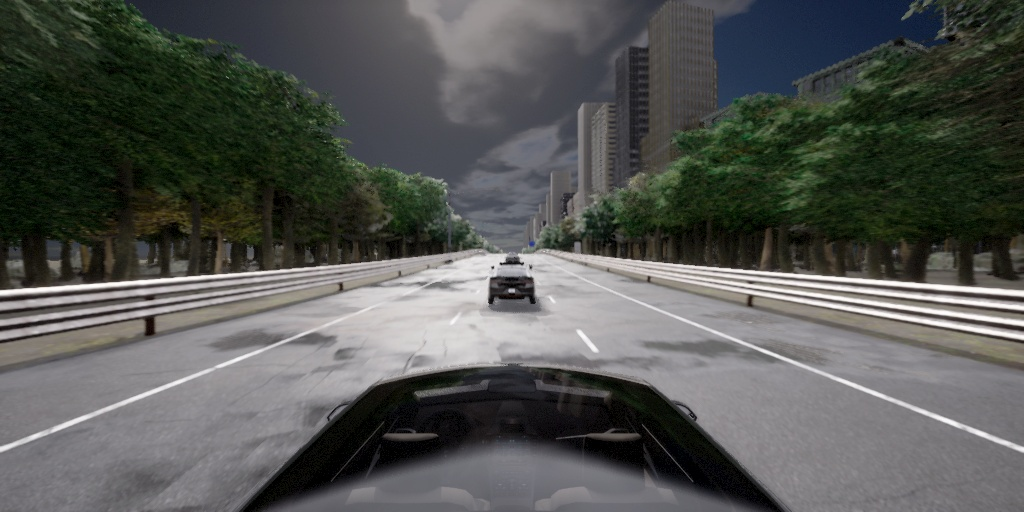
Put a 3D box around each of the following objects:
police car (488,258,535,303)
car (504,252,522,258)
[{"bbox_3d":[-0.011,1.073,16.163,1.930,1.638,5.238,0,1,0],"label":"police car"},{"bbox_3d":[0.081,0.479,43.806,1.837,1.490,4.892,0,2,0],"label":"car"}]
